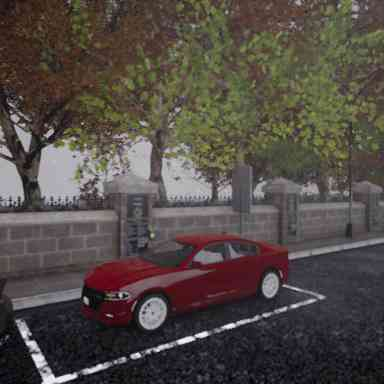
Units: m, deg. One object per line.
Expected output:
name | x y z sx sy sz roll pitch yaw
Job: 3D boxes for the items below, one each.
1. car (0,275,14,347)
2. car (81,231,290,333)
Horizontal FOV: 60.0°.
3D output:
car | -4.393 1.551 3.518 4.403 1.369 2.008 0 0 -36
car | 0.085 1.543 6.781 4.507 1.381 1.887 0 0 -36
